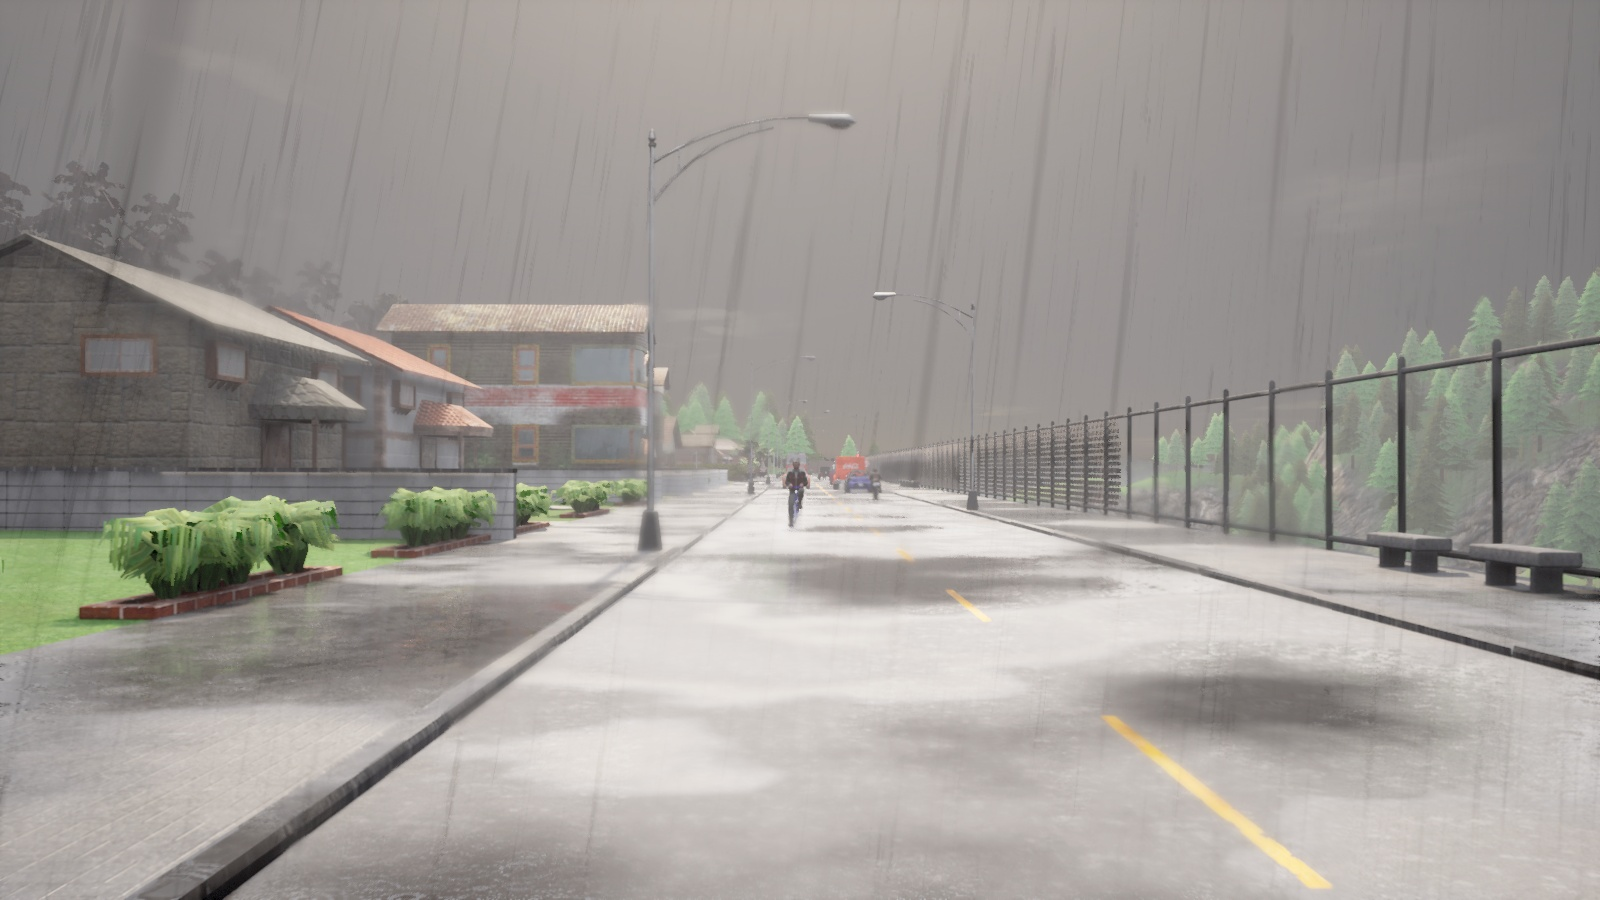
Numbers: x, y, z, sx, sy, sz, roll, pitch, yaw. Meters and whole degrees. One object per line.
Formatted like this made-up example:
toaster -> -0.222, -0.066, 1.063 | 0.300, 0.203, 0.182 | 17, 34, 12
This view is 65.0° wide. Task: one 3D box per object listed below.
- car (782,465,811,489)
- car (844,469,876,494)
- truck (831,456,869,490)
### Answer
car -> -0.267, 2.070, 95.657 | 2.097, 1.767, 4.553 | 0, -1, 0
car -> 3.779, 1.972, 79.454 | 1.816, 1.474, 4.193 | 0, -1, 0
truck -> 3.736, 1.687, 94.150 | 2.627, 2.467, 5.204 | 0, -1, 0
